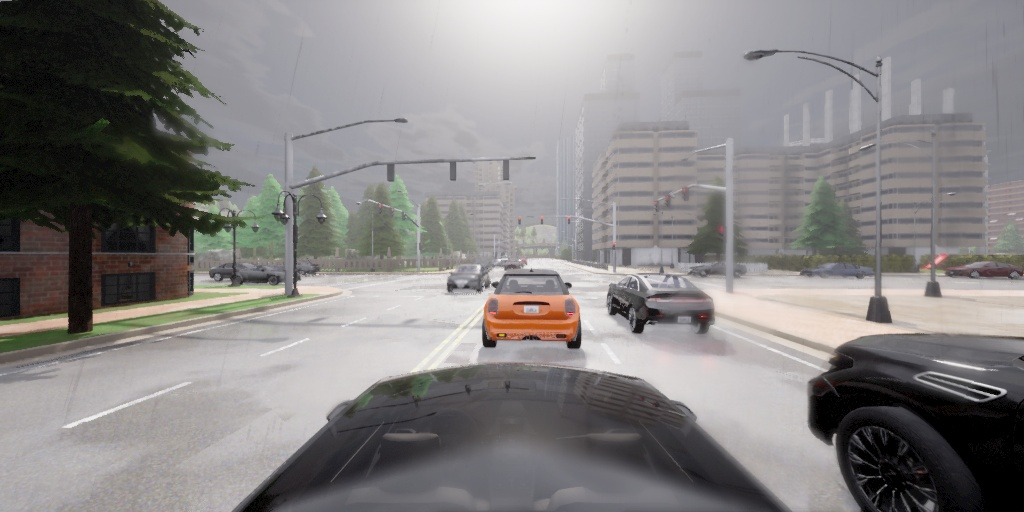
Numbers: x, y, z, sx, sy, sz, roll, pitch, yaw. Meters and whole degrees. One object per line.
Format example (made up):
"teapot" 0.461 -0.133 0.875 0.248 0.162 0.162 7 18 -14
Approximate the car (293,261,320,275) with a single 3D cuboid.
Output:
"car" -21.937 1.241 36.167 4.902 1.511 2.128 0 0 5

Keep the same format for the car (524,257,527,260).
"car" 0.983 1.313 61.426 1.994 1.385 4.181 0 0 4

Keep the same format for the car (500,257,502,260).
"car" -2.542 1.242 61.202 2.128 1.511 4.902 0 0 4

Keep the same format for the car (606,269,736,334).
"car" 4.093 1.241 10.614 2.128 1.511 4.902 0 0 4

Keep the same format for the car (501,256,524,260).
"car" 0.138 1.102 50.074 2.097 1.767 4.553 0 0 4

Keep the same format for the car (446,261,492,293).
"car" -2.416 1.241 20.674 2.128 1.511 4.902 0 0 4

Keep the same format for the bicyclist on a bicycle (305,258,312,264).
"bicyclist on a bicycle" -22.756 1.051 40.073 0.582 1.620 1.656 0 0 4

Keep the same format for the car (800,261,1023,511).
"car" 3.709 0.971 0.777 2.150 2.045 5.566 0 0 0

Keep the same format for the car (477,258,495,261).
"car" -3.756 1.103 45.909 2.097 1.767 4.553 0 0 6

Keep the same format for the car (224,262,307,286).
"car" -17.216 1.314 25.156 4.181 1.385 1.994 0 0 4

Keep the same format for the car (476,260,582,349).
"car" 0.518 1.102 9.387 2.097 1.767 4.553 0 0 3

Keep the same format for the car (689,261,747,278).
"car" 19.004 1.241 33.271 4.902 1.511 2.128 0 0 4

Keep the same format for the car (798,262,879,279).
"car" 29.455 1.297 32.518 5.357 1.411 2.033 0 0 4

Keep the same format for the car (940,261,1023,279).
"car" 41.536 1.228 31.635 5.008 1.535 1.882 0 0 4

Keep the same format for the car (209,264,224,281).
"car" -21.704 1.255 28.993 4.892 1.490 1.837 0 0 4
